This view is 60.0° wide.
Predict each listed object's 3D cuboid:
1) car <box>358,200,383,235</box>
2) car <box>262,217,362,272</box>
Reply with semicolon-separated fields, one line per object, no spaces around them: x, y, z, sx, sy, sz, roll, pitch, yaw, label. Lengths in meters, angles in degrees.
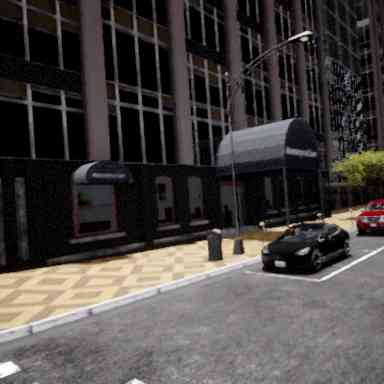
11.228;1.386;19.312;2.192;1.841;5.009;-6;-3;43;car
4.162;1.795;11.767;1.947;1.339;4.313;-6;-3;43;car
